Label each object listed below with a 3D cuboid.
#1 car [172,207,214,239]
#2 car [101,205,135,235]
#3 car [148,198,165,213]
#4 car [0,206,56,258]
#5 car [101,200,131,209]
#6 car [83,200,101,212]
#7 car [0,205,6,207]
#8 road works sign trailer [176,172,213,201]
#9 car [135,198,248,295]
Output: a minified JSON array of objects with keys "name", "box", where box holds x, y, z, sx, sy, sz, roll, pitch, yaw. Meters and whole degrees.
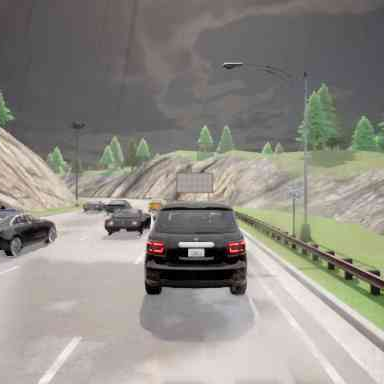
[{"name":"car","box":[0.072,1.564,18.093,1.994,1.385,4.181,0,0,1]},{"name":"car","box":[-3.427,1.607,18.734,1.895,1.301,4.718,0,0,0]},{"name":"car","box":[-4.094,1.490,39.159,1.882,1.535,5.008,0,0,-5]},{"name":"car","box":[-6.917,1.494,12.790,2.128,1.511,4.902,0,0,0]},{"name":"car","box":[-7.153,1.488,32.688,1.882,1.535,5.008,0,0,-3]},{"name":"car","box":[-10.983,1.613,38.018,1.895,1.301,4.718,0,0,-5]},{"name":"car","box":[-10.422,1.228,15.755,2.150,2.045,5.566,0,0,0]},{"name":"road works sign trailer","box":[0.184,0.471,21.590,2.380,3.560,2.880,0,0,0]},{"name":"car","box":[0.086,1.224,8.873,2.150,2.045,5.566,0,0,0]}]
